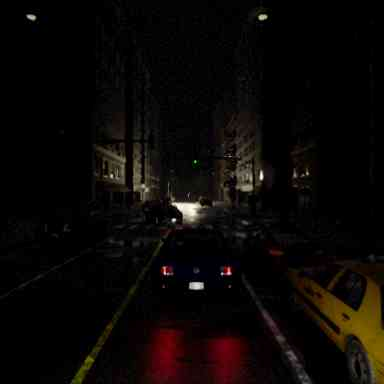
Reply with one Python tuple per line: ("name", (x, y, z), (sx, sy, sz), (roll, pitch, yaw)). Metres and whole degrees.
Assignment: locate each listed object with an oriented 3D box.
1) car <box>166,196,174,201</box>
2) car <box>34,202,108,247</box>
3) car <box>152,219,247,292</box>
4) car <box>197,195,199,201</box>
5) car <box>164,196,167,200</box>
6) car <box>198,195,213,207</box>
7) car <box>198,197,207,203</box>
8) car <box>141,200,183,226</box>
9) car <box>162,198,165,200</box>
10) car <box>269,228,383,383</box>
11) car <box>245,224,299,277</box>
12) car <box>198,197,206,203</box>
("car", (-5.424, 1.933, 69.303), (1.947, 1.339, 4.313), (0, 0, 0))
("car", (-5.396, 1.400, 15.571), (2.192, 1.841, 5.009), (0, 0, 0))
("car", (0.096, 1.651, 9.044), (1.895, 1.301, 4.718), (0, 0, 0))
("car", (2.601, 1.807, 69.302), (1.967, 1.590, 4.097), (0, 0, 0))
("car", (-5.415, 1.810, 52.771), (1.752, 1.417, 4.829), (0, 0, 0))
("car", (2.607, 1.753, 58.392), (1.967, 1.590, 4.097), (0, 0, 0))
("car", (2.596, 1.972, 80.209), (2.008, 1.369, 4.403), (0, 0, 0))
("car", (-2.277, 1.641, 24.820), (1.837, 1.490, 4.892), (1, 0, -26))
("car", (-5.413, 1.802, 47.488), (1.887, 1.381, 4.507), (0, 0, 0))
("car", (2.635, 1.553, 4.910), (1.752, 1.417, 4.829), (0, 0, 0))
("car", (2.632, 1.638, 10.153), (1.802, 1.307, 4.206), (0, 0, 0))
("car", (2.593, 1.974, 85.833), (1.752, 1.417, 4.829), (0, 0, 0))
